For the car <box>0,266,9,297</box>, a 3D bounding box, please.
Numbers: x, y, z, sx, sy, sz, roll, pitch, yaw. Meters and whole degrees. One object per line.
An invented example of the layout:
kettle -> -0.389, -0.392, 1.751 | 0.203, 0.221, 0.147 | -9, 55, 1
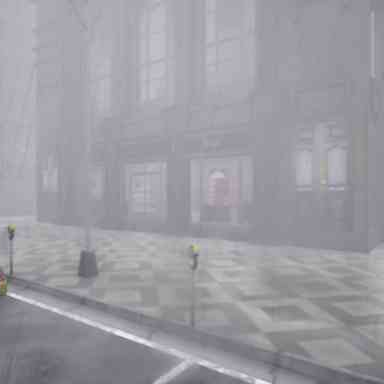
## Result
car -> -5.747, 1.530, 7.060 | 4.829, 1.417, 1.752 | 0, 0, 35
